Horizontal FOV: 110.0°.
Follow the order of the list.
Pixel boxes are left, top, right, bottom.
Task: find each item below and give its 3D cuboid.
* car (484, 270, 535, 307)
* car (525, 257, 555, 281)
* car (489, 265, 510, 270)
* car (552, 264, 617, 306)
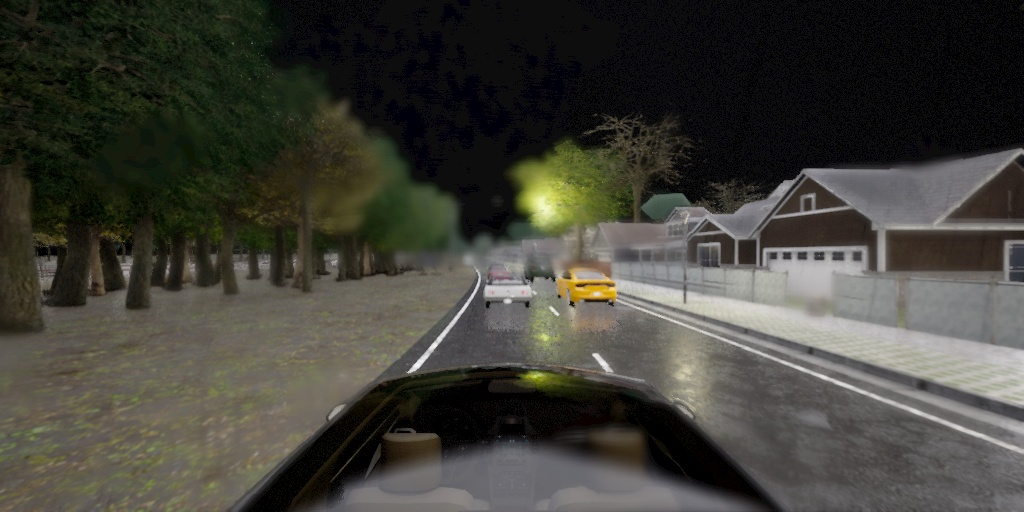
[{"bbox_3d":[-0.226,1.462,16.043,1.895,1.301,4.718,0,0,-2],"label":"car"},{"bbox_3d":[2.437,1.142,31.269,2.150,2.045,5.566,0,0,-4],"label":"car"},{"bbox_3d":[-1.073,1.493,31.295,1.994,1.385,4.181,0,0,-4],"label":"car"},{"bbox_3d":[3.262,1.339,16.529,1.882,1.535,5.008,0,0,-2],"label":"car"}]
